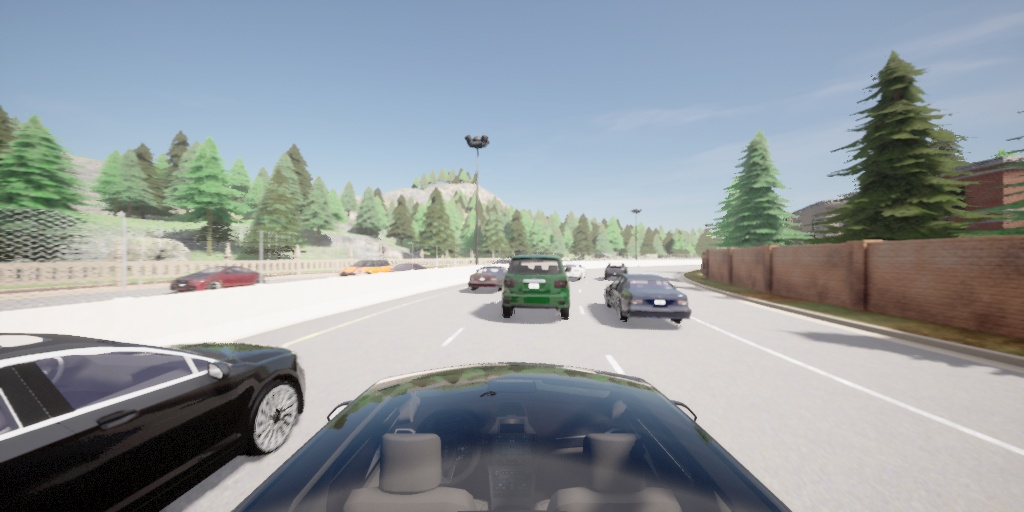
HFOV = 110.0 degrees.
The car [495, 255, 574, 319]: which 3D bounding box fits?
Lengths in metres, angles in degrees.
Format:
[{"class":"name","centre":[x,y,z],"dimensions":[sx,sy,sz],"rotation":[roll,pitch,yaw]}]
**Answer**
[{"class":"car","centre":[0.985,0.976,13.146],"dimensions":[2.150,2.045,5.566],"rotation":[0,0,7]}]

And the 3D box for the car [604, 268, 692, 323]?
[{"class":"car","centre":[4.378,1.318,12.316],"dimensions":[2.033,1.411,5.357],"rotation":[0,0,7]}]

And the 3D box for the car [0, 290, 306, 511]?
[{"class":"car","centre":[-3.281,1.226,2.156],"dimensions":[2.128,1.511,4.902],"rotation":[0,0,1]}]

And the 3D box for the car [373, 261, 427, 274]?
[{"class":"car","centre":[-7.479,1.238,25.474],"dimensions":[1.812,1.442,4.674],"rotation":[0,0,14]}]

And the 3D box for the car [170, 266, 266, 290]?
[{"class":"car","centre":[-15.837,1.237,19.585],"dimensions":[1.994,1.385,4.181],"rotation":[0,0,11]}]

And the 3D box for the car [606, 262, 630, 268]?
[{"class":"car","centre":[9.439,1.285,32.221],"dimensions":[2.128,1.511,4.902],"rotation":[0,0,20]}]

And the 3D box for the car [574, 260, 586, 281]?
[{"class":"car","centre":[5.246,1.299,30.957],"dimensions":[1.812,1.442,4.674],"rotation":[0,0,18]}]

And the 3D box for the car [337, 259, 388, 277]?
[{"class":"car","centre":[-10.749,1.049,26.669],"dimensions":[2.097,1.767,4.553],"rotation":[0,0,14]}]

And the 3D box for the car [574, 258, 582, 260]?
[{"class":"car","centre":[11.068,1.162,63.824],"dimensions":[2.097,1.767,4.553],"rotation":[0,0,38]}]

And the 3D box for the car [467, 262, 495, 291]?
[{"class":"car","centre":[-1.054,1.291,21.717],"dimensions":[2.033,1.411,5.357],"rotation":[0,0,13]}]

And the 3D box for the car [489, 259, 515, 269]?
[{"class":"car","centre":[-1.525,1.244,57.773],"dimensions":[1.837,1.490,4.892],"rotation":[0,0,31]}]
